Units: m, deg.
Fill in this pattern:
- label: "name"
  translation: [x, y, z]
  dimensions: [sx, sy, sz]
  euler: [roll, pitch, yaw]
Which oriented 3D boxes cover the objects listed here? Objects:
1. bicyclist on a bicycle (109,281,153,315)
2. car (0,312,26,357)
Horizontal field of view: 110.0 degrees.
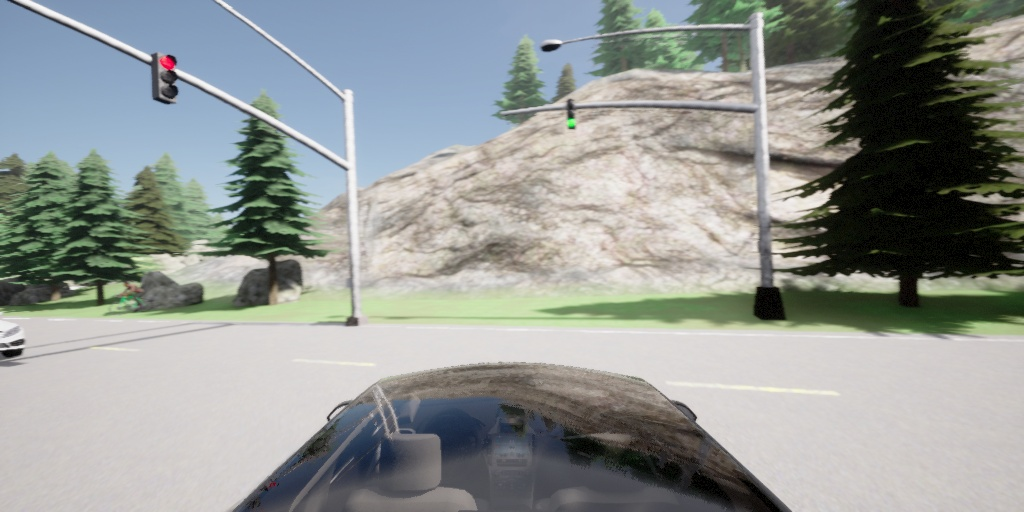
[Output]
- label: "bicyclist on a bicycle"
  translation: [-18.846, 2.059, 17.753]
  dimensions: [0.582, 1.620, 1.656]
  euler: [-3, 0, 18]
- label: "car"
  translation: [-14.527, 1.926, 8.909]
  dimensions: [4.674, 1.442, 1.812]
  euler: [-3, 0, 18]
